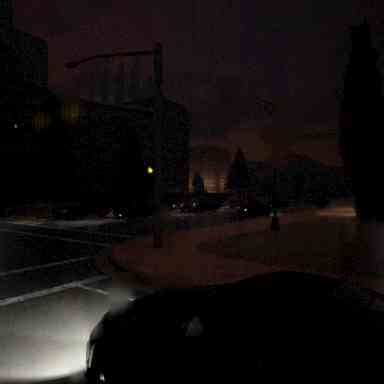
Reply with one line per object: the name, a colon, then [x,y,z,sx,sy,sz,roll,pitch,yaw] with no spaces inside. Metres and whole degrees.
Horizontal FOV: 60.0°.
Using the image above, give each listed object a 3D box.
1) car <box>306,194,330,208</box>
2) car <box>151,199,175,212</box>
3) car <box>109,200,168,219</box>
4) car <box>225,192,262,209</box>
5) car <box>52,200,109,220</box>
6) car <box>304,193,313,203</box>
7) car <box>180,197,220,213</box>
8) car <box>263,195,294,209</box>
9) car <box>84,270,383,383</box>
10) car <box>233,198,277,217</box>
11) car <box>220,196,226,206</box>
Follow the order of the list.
car: [19.192,1.491,49.583,2.128,1.511,4.902,0,0,36]
car: [-3.878,1.505,36.039,1.837,1.490,4.892,0,0,36]
car: [-4.599,1.601,29.096,1.895,1.301,4.718,0,0,36]
car: [7.028,1.221,45.078,2.150,2.045,5.566,0,0,36]
car: [-9.402,1.478,28.456,1.882,1.535,5.008,0,0,36]
car: [21.546,1.491,58.777,2.128,1.511,4.902,0,0,36]
car: [0.723,1.352,36.422,2.097,1.767,4.553,0,0,36]
car: [11.827,1.504,45.402,1.837,1.490,4.892,0,0,36]
car: [0.820,1.564,3.416,4.181,1.385,1.994,0,0,35]
car: [6.009,1.564,31.444,1.994,1.385,4.181,0,0,36]
car: [1.865,1.547,43.938,2.033,1.411,5.357,0,0,36]
